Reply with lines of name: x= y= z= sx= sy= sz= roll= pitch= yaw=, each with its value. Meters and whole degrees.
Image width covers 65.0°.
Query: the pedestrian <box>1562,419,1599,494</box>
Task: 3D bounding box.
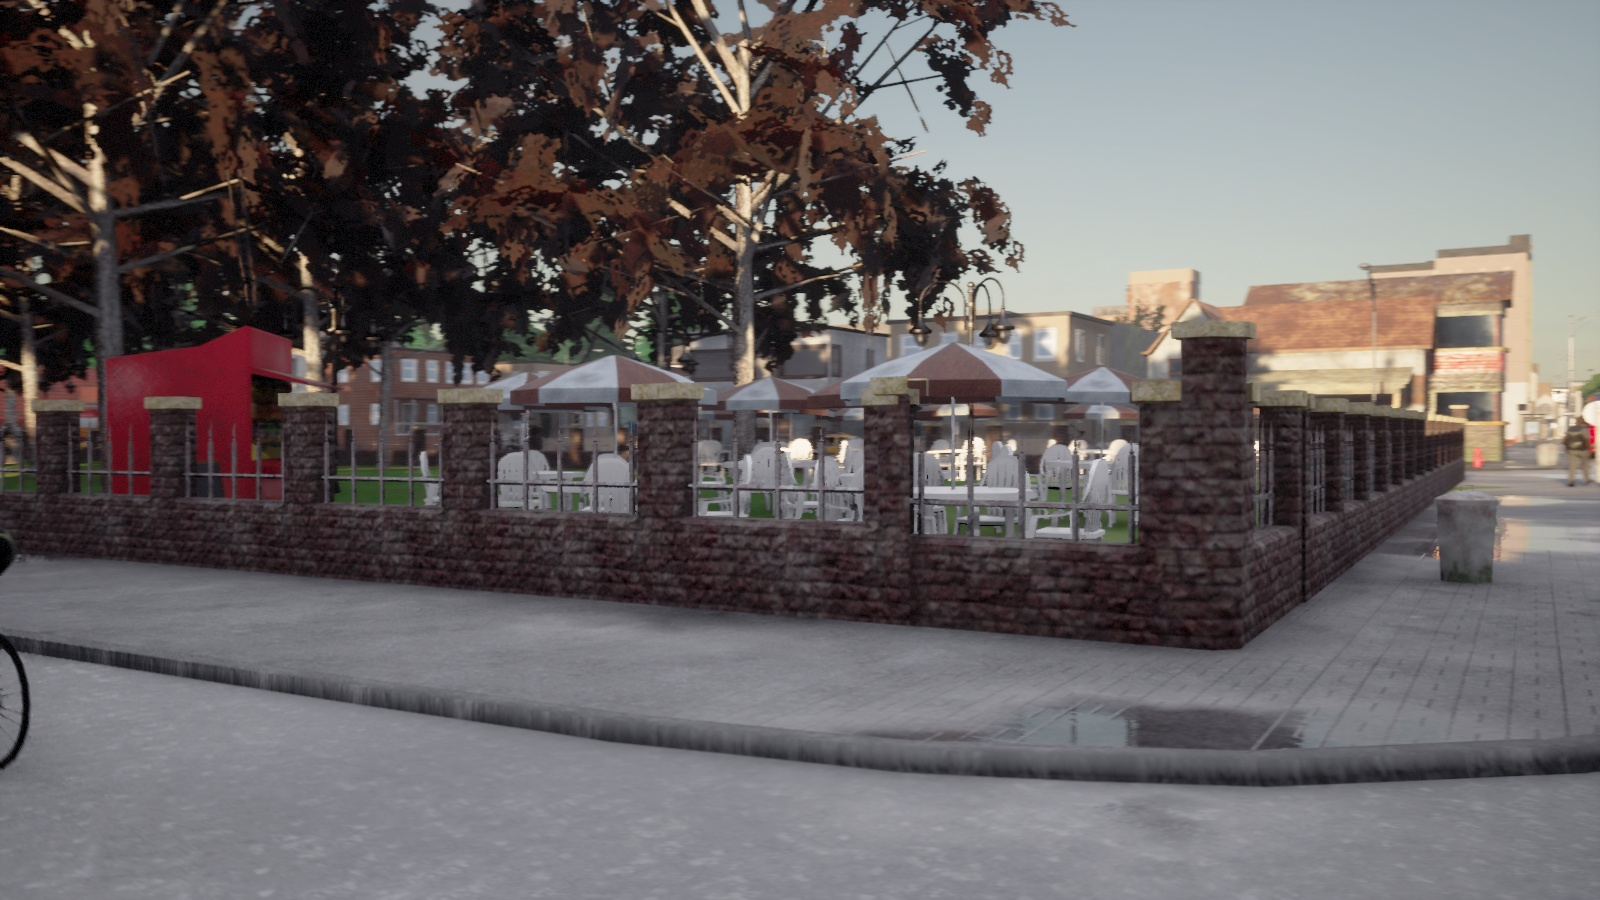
pedestrian: x=19.822 y=0.161 z=31.815 sx=0.849 sy=1.883 sz=0.563 roll=0 pitch=1 yaw=-32

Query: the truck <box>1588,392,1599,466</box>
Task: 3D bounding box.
truck: x=44.849 y=-1.130 z=68.463 sx=2.891 sy=3.827 sz=8.468 roll=1 pitch=1 yaw=31

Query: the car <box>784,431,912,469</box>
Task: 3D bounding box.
car: x=2.075 y=-0.016 z=54.749 sx=5.366 sy=1.575 sz=1.801 roll=1 pitch=1 yaw=30

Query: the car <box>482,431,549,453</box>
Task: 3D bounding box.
car: x=-19.869 y=-0.581 z=87.966 sx=2.007 sy=1.525 sz=4.514 roll=1 pitch=1 yaw=31

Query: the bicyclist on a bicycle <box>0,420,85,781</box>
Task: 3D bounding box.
bicyclist on a bicycle: x=-4.277 y=0.672 z=6.113 sx=1.656 sy=1.620 sz=0.582 roll=0 pitch=1 yaw=28
